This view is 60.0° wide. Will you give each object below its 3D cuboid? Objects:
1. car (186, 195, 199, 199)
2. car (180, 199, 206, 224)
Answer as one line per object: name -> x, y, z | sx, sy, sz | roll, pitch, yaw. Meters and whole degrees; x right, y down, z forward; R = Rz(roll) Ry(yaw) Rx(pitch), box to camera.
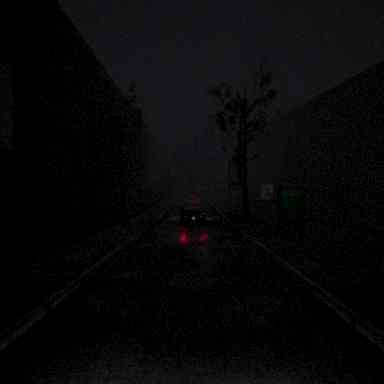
car -> 0.100, 1.118, 42.166 | 1.882, 1.535, 5.008 | 0, 2, 0
car -> 0.086, 1.556, 24.766 | 1.812, 1.442, 4.674 | 0, 1, 0
